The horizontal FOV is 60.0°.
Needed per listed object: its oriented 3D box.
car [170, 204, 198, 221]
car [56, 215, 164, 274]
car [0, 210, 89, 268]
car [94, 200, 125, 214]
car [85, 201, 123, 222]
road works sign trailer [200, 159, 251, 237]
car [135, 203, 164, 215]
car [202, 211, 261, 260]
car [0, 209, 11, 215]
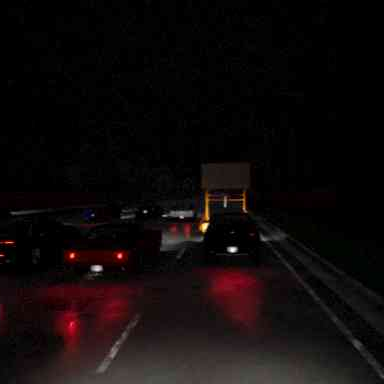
[{"bbox_3d":[-0.597,1.670,28.306,1.895,1.301,4.718,-1,0,5],"label":"car"},{"bbox_3d":[-2.228,1.662,10.737,1.895,1.301,4.718,-1,0,5],"label":"car"},{"bbox_3d":[-5.644,1.628,11.825,1.837,1.490,4.892,-1,0,5],"label":"car"},{"bbox_3d":[-10.001,1.806,40.654,2.033,1.411,5.357,-1,0,5],"label":"car"},{"bbox_3d":[-7.589,1.669,28.723,1.882,1.535,5.008,-1,0,5],"label":"car"},{"bbox_3d":[1.636,0.217,16.204,2.380,3.560,2.880,-1,11,3],"label":"road works sign trailer"},{"bbox_3d":[-3.873,1.696,30.854,1.994,1.385,4.181,-1,0,5],"label":"car"},{"bbox_3d":[1.440,1.470,12.423,1.837,1.490,4.892,-1,0,5],"label":"car"},{"bbox_3d":[-11.931,1.726,19.813,1.882,1.535,5.008,-1,0,5],"label":"car"}]
